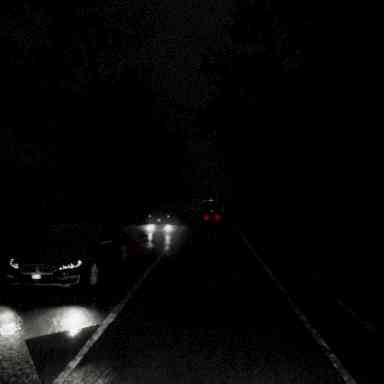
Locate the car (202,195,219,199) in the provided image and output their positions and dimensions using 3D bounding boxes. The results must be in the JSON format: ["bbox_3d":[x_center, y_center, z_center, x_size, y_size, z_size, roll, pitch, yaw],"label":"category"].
[{"bbox_3d":[2.654,1.443,47.134,2.150,2.045,5.566,0,-1,3],"label":"car"}]

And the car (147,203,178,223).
[{"bbox_3d":[-2.163,1.598,26.059,2.033,1.411,5.357,0,0,4],"label":"car"}]

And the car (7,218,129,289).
[{"bbox_3d":[-3.127,1.540,9.396,1.837,1.490,4.892,0,0,3],"label":"car"}]

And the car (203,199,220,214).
[{"bbox_3d":[2.143,1.716,36.617,1.895,1.301,4.718,0,0,3],"label":"car"}]
